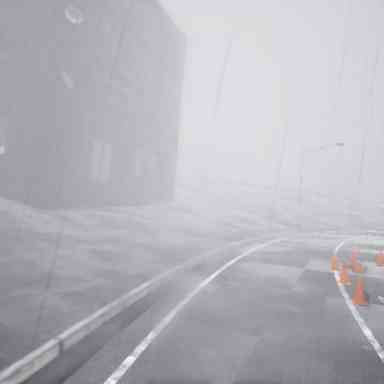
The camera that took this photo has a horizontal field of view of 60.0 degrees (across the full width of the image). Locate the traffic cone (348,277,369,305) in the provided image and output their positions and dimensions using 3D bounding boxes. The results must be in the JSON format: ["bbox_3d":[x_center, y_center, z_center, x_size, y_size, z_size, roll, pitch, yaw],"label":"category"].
[{"bbox_3d":[3.938,2.301,7.810,0.340,0.580,0.340,3,-1,15],"label":"traffic cone"}]

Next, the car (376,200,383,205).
[{"bbox_3d":[43.158,2.754,78.304,4.553,1.767,2.185,8,-6,-33],"label":"car"}]

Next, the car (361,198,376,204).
[{"bbox_3d":[38.479,2.258,75.199,4.892,1.521,2.231,7,-6,-32],"label":"car"}]

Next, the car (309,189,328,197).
[{"bbox_3d":[24.285,0.372,66.668,4.553,1.767,2.185,7,-5,-28],"label":"car"}]

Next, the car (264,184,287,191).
[{"bbox_3d":[14.543,-0.610,61.496,4.674,1.452,2.002,7,-5,-26],"label":"car"}]

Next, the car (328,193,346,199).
[{"bbox_3d":[29.212,1.127,69.495,4.792,1.488,2.163,7,-5,-30],"label":"car"}]

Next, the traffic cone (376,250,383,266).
[{"bbox_3d":[7.437,2.588,13.070,0.340,0.580,0.340,3,-1,15],"label":"traffic cone"}]

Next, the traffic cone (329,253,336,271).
[{"bbox_3d":[4.994,2.432,11.656,0.340,0.580,0.340,3,-1,18],"label":"traffic cone"}]

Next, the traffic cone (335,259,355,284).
[{"bbox_3d":[4.464,2.365,9.739,0.340,0.580,0.340,3,-1,15],"label":"traffic cone"}]

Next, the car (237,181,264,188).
[{"bbox_3d":[9.588,-1.211,59.073,4.892,1.521,2.231,6,-5,-25],"label":"car"}]

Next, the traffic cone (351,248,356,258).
[{"bbox_3d":[6.475,2.546,13.332,0.340,0.580,0.340,3,-1,15],"label":"traffic cone"}]

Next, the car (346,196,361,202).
[{"bbox_3d":[33.916,1.719,72.321,4.674,1.452,2.002,7,-5,-31],"label":"car"}]

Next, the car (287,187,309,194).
[{"bbox_3d":[19.449,-0.077,64.032,5.008,1.535,2.097,7,-5,-27],"label":"car"}]

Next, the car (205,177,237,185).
[{"bbox_3d":[4.609,-1.749,56.751,4.892,1.521,2.231,6,-5,-25],"label":"car"}]

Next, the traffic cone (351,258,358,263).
[{"bbox_3d":[5.504,2.573,11.454,0.340,0.340,0.580,3,-1,-21],"label":"traffic cone"}]
